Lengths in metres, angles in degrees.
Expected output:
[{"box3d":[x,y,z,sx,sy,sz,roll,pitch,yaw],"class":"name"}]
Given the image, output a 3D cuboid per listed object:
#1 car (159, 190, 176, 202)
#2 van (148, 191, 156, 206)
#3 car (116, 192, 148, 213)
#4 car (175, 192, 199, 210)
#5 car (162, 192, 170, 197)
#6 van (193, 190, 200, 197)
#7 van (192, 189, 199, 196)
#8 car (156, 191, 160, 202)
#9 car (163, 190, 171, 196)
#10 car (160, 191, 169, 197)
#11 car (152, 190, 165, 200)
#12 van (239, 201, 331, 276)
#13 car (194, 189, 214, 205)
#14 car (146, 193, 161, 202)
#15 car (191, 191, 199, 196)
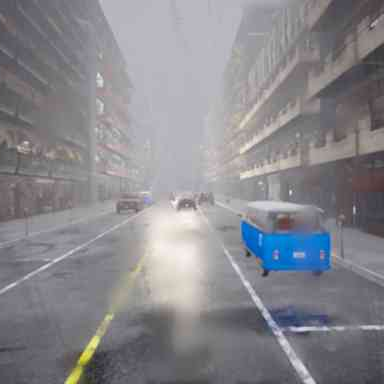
[{"box3d":[-3.749,0.709,54.350,2.097,1.767,4.553,-1,1,-1],"class":"car"},{"box3d":[-6.095,0.866,43.327,1.690,1.788,3.998,0,1,-1],"class":"van"},{"box3d":[-5.880,0.981,31.987,2.192,1.841,5.009,0,1,-1],"class":"car"},{"box3d":[-0.527,1.091,34.754,1.812,1.442,4.674,-1,1,-1],"class":"car"},{"box3d":[-6.954,0.552,88.685,1.802,1.307,4.206,0,1,-1],"class":"car"},{"box3d":[1.031,0.281,83.190,1.690,1.788,3.998,0,1,-1],"class":"van"},{"box3d":[0.924,0.213,88.860,1.690,1.788,3.998,0,1,-1],"class":"van"},{"box3d":[-6.203,1.006,48.998,2.008,1.369,4.403,0,1,-1],"class":"car"},{"box3d":[-7.061,0.341,94.353,1.967,1.590,4.097,0,1,-1],"class":"car"},{"box3d":[-6.847,0.479,83.014,1.967,1.590,4.097,0,1,-1],"class":"car"},{"box3d":[-6.525,0.561,66.004,2.192,1.841,5.009,0,1,-1],"class":"car"},{"box3d":[2.427,1.190,9.488,1.690,1.788,3.998,0,1,-1],"class":"van"},{"box3d":[1.783,0.742,43.504,2.192,1.841,5.009,0,1,-1],"class":"car"},{"box3d":[-6.310,0.951,54.668,1.947,1.339,4.313,0,1,-1],"class":"car"},{"box3d":[0.816,0.369,94.531,1.947,1.339,4.313,0,1,-1],"class":"car"}]
